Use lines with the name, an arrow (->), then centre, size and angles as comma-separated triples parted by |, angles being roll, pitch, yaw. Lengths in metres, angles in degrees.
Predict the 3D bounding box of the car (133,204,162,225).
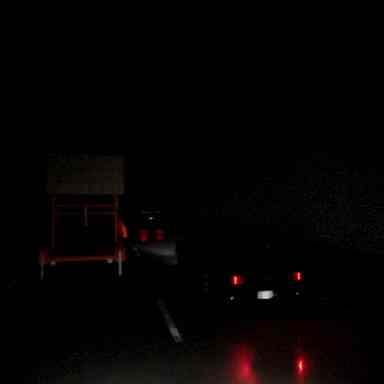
car -> -3.567, 1.701, 26.410 | 2.128, 1.511, 4.902 | 0, -1, -14

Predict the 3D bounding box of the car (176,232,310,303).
car -> 0.869, 1.680, 8.489 | 1.895, 1.301, 4.718 | 0, 0, -14

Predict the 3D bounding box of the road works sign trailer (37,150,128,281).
road works sign trailer -> -3.276, 0.536, 10.284 | 2.380, 3.560, 2.880 | 0, -1, -14
